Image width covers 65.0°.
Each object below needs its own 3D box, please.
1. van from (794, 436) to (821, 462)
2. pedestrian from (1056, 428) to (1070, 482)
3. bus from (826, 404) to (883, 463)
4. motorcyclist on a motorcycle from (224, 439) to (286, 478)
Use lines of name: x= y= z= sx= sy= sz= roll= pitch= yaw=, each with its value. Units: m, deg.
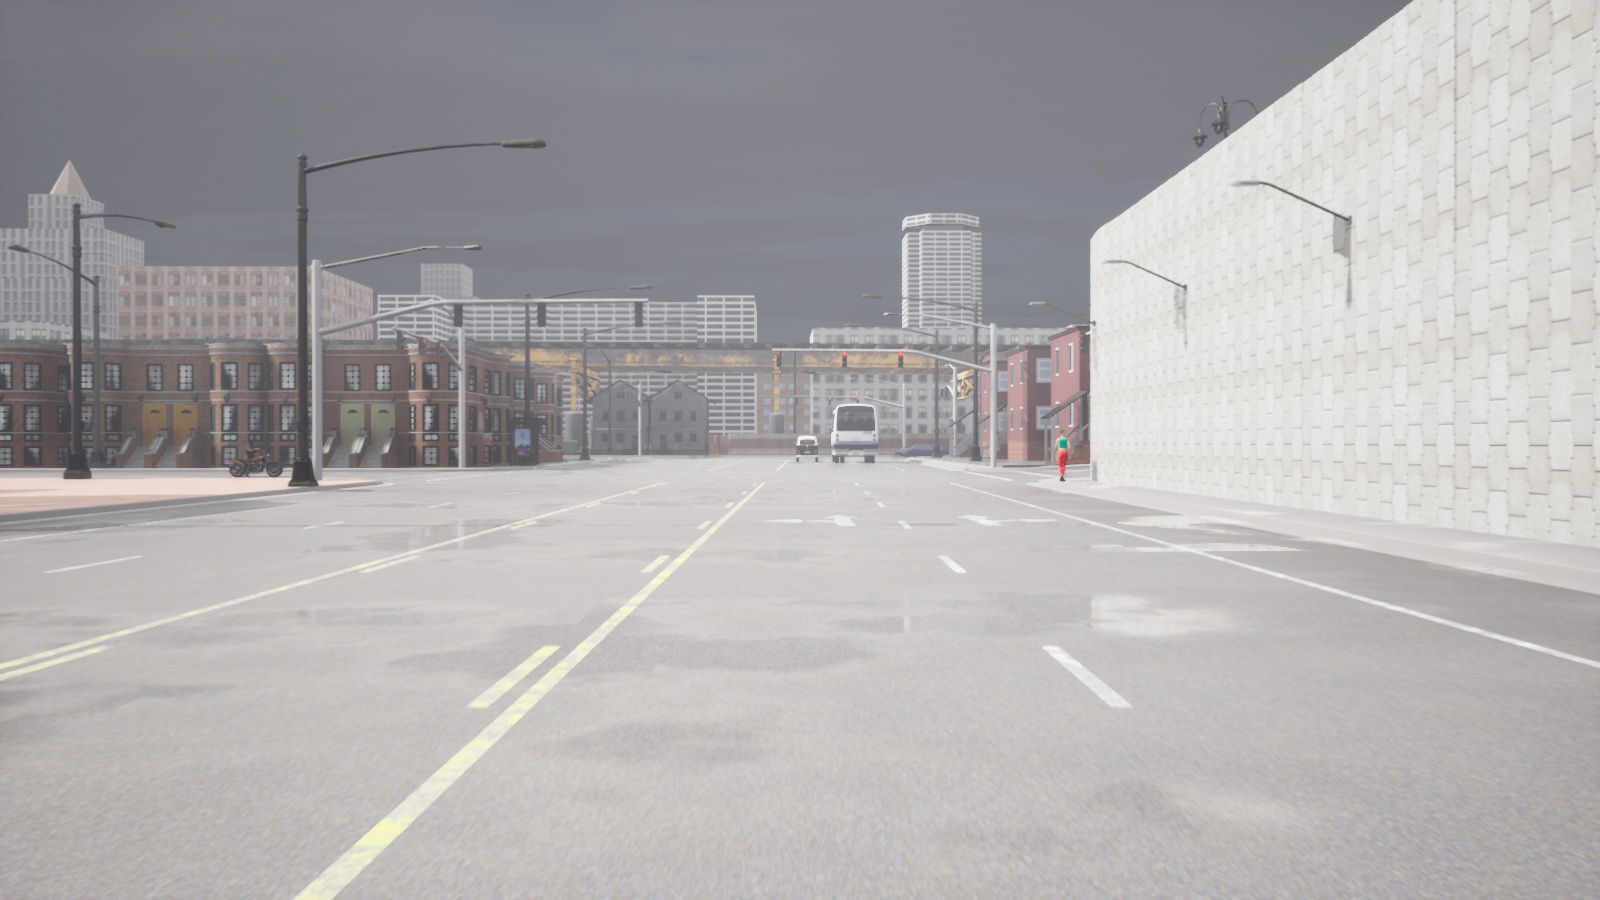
van: x=0.572 y=-0.081 z=97.905 sx=2.069 sy=2.038 sz=4.480 roll=0 pitch=0 yaw=0
pedestrian: x=9.085 y=0.164 z=43.367 sx=0.345 sy=1.836 sz=0.594 roll=0 pitch=0 yaw=1
bus: x=4.059 y=-1.166 z=95.537 sx=3.944 sy=4.253 sz=10.273 roll=0 pitch=-1 yaw=0
motorcyclist on a motorcycle: x=-23.847 y=0.368 z=54.969 sx=2.350 sy=1.649 sz=0.766 roll=0 pitch=0 yaw=0
